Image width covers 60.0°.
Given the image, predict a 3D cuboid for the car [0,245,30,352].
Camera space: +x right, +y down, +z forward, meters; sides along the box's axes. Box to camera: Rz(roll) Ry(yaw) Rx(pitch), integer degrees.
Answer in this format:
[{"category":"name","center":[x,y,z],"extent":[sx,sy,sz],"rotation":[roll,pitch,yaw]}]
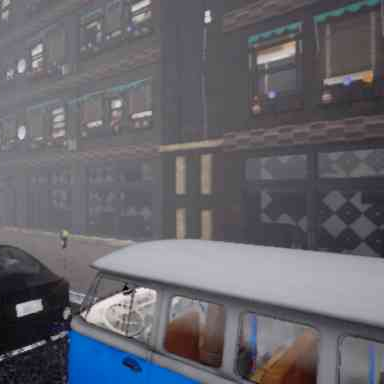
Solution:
[{"category":"car","center":[-3.840,1.571,5.617],"extent":[4.313,1.339,1.947],"rotation":[0,0,35]}]

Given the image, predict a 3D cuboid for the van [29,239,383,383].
[{"category":"van","center":[0.769,1.342,2.332],"extent":[3.998,1.788,1.690],"rotation":[0,0,35]}]
